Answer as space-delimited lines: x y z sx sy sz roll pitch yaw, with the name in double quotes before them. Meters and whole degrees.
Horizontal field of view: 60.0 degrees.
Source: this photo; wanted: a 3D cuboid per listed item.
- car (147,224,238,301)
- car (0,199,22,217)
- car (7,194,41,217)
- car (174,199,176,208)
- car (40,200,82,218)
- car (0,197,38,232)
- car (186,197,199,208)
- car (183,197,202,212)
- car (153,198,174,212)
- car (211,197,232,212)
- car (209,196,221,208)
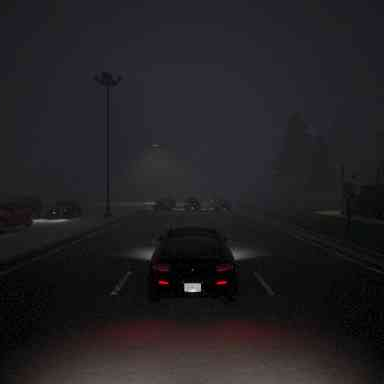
"car" 0.017 1.526 8.198 1.812 1.442 4.674 0 0 0
"car" -18.436 1.505 31.840 1.837 1.490 4.892 0 0 0
"car" -14.942 1.221 28.776 2.150 2.045 5.566 0 0 0
"car" -3.401 1.564 49.235 1.994 1.385 4.181 0 0 0
"car" -11.439 1.505 30.015 1.837 1.490 4.892 0 0 0
"car" -11.465 1.352 19.841 2.097 1.767 4.553 0 0 0
"car" 0.099 1.505 49.228 1.837 1.490 4.892 0 0 0
"car" 0.078 1.505 38.808 1.837 1.490 4.892 0 0 0
"car" -3.421 1.526 39.232 1.812 1.442 4.674 0 0 0
"car" 3.579 1.601 39.247 1.895 1.301 4.718 0 0 0
"car" 3.599 1.352 49.191 2.097 1.767 4.553 0 0 0
